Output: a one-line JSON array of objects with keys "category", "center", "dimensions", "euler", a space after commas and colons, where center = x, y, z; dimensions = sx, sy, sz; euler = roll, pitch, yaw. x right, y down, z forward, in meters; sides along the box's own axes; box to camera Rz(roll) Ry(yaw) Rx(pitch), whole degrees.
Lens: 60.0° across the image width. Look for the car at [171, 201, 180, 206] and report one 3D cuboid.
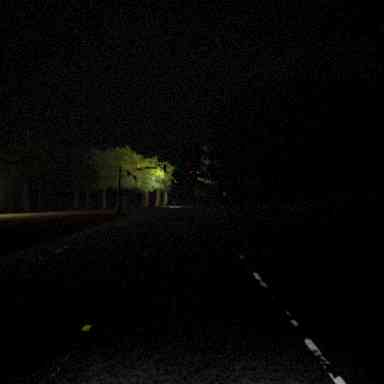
[{"category": "car", "center": [-4.371, 2.955, 86.237], "dimensions": [2.128, 1.511, 4.902], "euler": [0, -2, -1]}]
